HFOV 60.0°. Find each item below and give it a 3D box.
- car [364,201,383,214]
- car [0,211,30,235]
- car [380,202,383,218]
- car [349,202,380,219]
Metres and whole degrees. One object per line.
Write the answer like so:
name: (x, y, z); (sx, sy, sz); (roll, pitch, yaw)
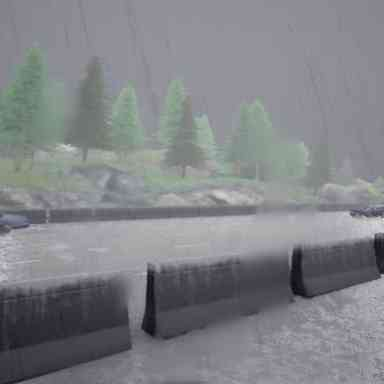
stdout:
car: (24.534, 1.999, 42.936); (4.902, 1.511, 2.128); (1, 0, -35)
car: (-11.445, 1.547, 17.323); (5.357, 1.411, 2.033); (1, 0, -35)
car: (20.476, 1.616, 31.480); (5.566, 2.045, 2.150); (1, 0, -35)
car: (18.094, 1.990, 34.079); (4.718, 1.301, 1.895); (1, 0, -35)
